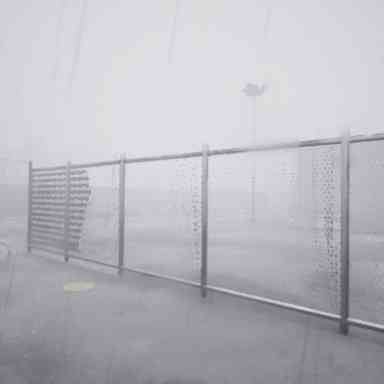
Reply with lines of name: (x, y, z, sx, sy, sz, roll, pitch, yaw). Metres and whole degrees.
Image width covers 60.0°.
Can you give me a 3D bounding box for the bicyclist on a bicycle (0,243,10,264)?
bicyclist on a bicycle: (-6.260, 1.425, 9.869, 0.582, 1.620, 1.656, -1, -3, 40)
